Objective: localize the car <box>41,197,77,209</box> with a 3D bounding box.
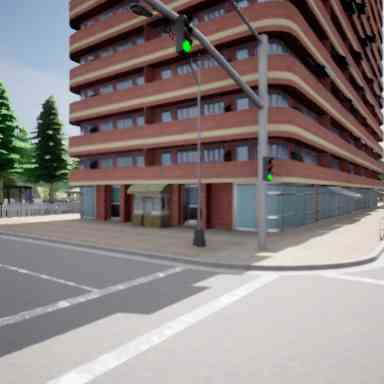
[{"bbox_3d":[-17.047,1.398,42.995,2.128,1.511,4.902,0,0,36],"label":"car"}]
